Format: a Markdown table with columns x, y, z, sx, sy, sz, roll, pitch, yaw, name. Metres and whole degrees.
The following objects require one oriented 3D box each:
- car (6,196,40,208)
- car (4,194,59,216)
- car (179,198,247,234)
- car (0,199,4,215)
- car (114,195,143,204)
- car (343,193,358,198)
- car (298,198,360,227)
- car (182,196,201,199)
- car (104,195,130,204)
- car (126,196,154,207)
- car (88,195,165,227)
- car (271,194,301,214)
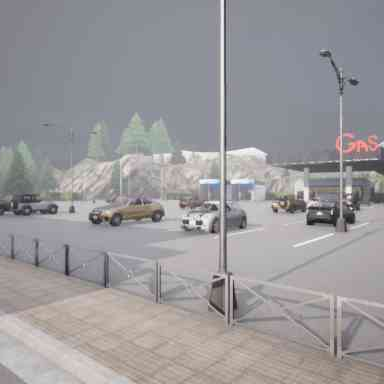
| x | y | z | sx | sy | sz | roll | pitch | yaw | name |
| --- | --- | --- | --- | --- | --- | --- | --- | --- | --- |
| -23.576 | 1.392 | 46.455 | 1.970 | 1.475 | 3.806 | 0 | 0 | 39 | car |
| -13.842 | 1.088 | 29.166 | 1.905 | 1.878 | 3.866 | 0 | 0 | 39 | car |
| 1.186 | 1.247 | 17.193 | 1.970 | 1.475 | 3.806 | 0 | 0 | 39 | car |
| -16.346 | 1.108 | 30.696 | 1.932 | 1.855 | 4.605 | 0 | 0 | 39 | car |
| -11.587 | 1.339 | 60.762 | 2.152 | 1.636 | 5.027 | 0 | 0 | 39 | car |
| 17.052 | 1.093 | 36.420 | 1.905 | 1.878 | 3.866 | 0 | 0 | 39 | car |
| 8.496 | 1.313 | 20.301 | 2.007 | 1.523 | 4.514 | 0 | 0 | 39 | car |
| 0.353 | 1.311 | 40.915 | 2.007 | 1.523 | 4.514 | 0 | 0 | 39 | car |
| -14.040 | 1.348 | 62.717 | 2.007 | 1.523 | 4.514 | 0 | 0 | 39 | car |
| -7.330 | 1.330 | 47.305 | 1.845 | 1.501 | 3.633 | 0 | 0 | 39 | car |
| -3.971 | 1.167 | 21.026 | 2.152 | 1.636 | 5.027 | 0 | 0 | 39 | car |
| 9.510 | 1.112 | 32.441 | 1.932 | 1.855 | 4.605 | 0 | 0 | 39 | car |
